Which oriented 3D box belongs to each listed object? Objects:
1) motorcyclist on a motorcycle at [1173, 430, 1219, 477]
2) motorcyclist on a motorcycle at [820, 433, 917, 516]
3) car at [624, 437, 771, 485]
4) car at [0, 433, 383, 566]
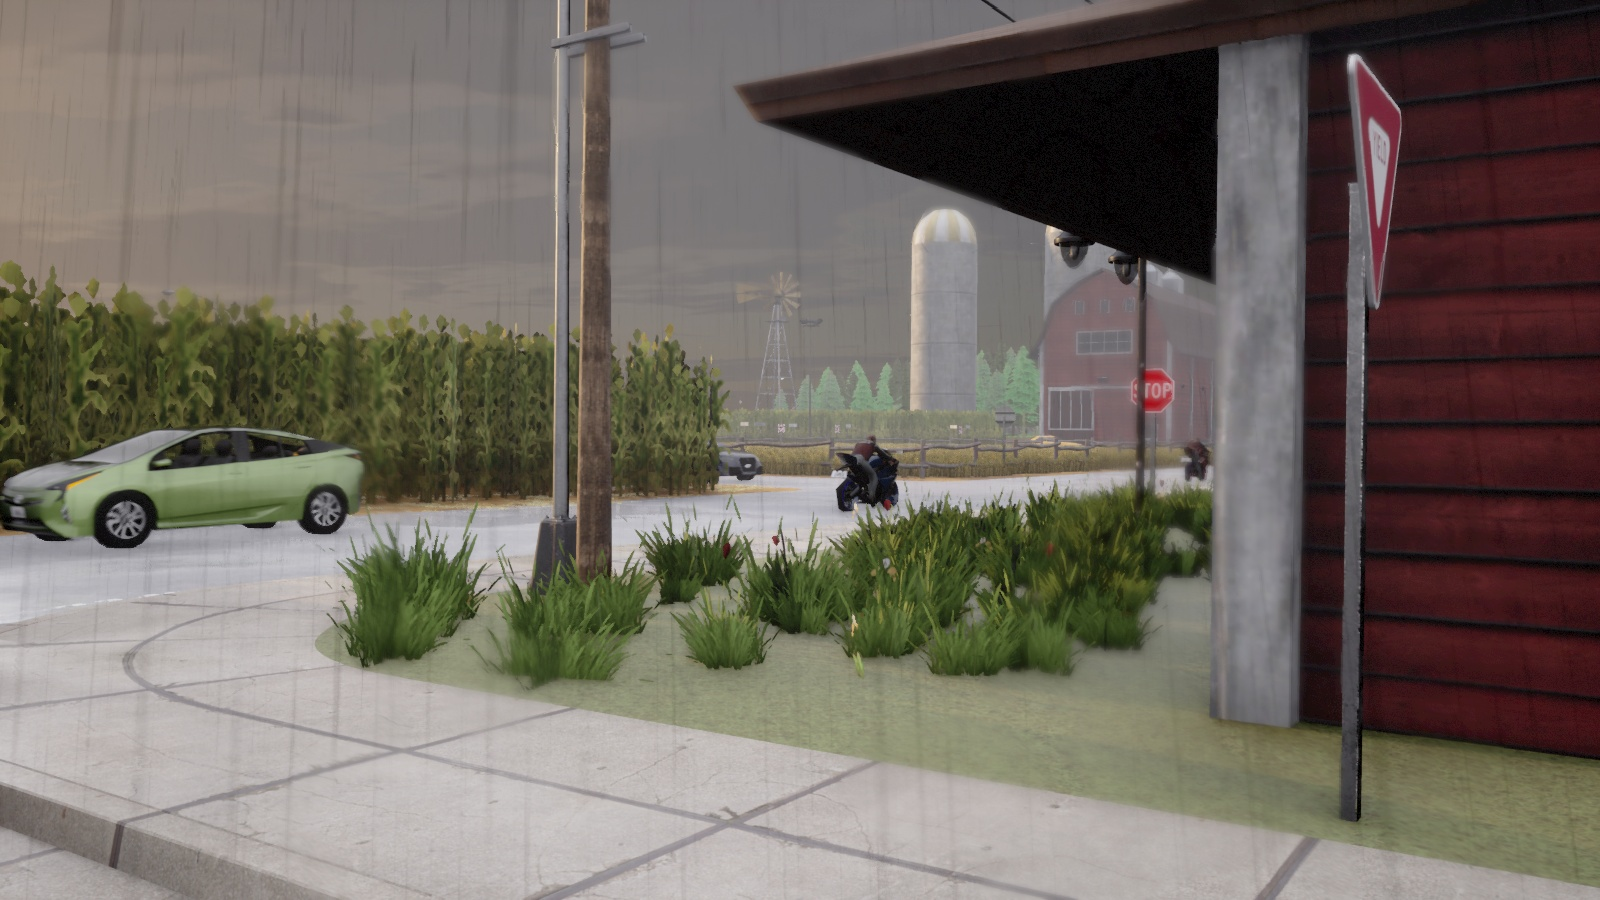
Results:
[{"bbox_3d":[13.322,0.097,42.181,0.866,1.530,2.191,0,1,34],"label":"motorcyclist on a motorcycle"},{"bbox_3d":[1.373,0.443,24.775,0.866,1.530,2.191,0,1,35],"label":"motorcyclist on a motorcycle"},{"bbox_3d":[-3.164,0.324,38.597,4.181,1.385,1.994,0,1,34],"label":"car"},{"bbox_3d":[-8.196,0.547,17.013,2.007,1.525,4.514,0,1,34],"label":"car"}]
